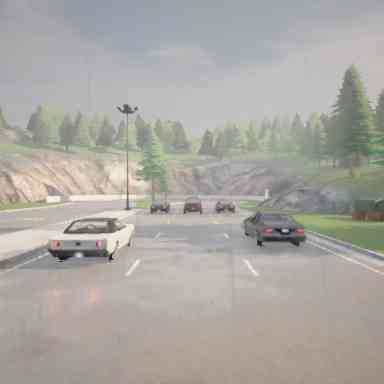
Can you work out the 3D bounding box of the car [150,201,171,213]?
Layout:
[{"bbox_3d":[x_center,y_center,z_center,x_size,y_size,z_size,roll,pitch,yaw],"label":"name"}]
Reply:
[{"bbox_3d":[-3.394,1.601,36.519,1.895,1.301,4.718,0,0,0],"label":"car"}]

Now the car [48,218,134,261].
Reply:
[{"bbox_3d":[-3.398,1.601,12.227,1.895,1.301,4.718,0,0,0],"label":"car"}]

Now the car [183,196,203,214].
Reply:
[{"bbox_3d":[0.097,1.478,35.339,1.882,1.535,5.008,0,0,0],"label":"car"}]

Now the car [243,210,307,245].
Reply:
[{"bbox_3d":[3.602,1.547,15.364,2.033,1.411,5.357,0,0,0],"label":"car"}]

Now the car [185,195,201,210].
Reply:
[{"bbox_3d":[0.198,1.352,44.568,2.097,1.767,4.553,0,0,1],"label":"car"}]

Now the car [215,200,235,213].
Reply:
[{"bbox_3d":[3.607,1.601,37.288,1.895,1.301,4.718,0,0,0],"label":"car"}]
